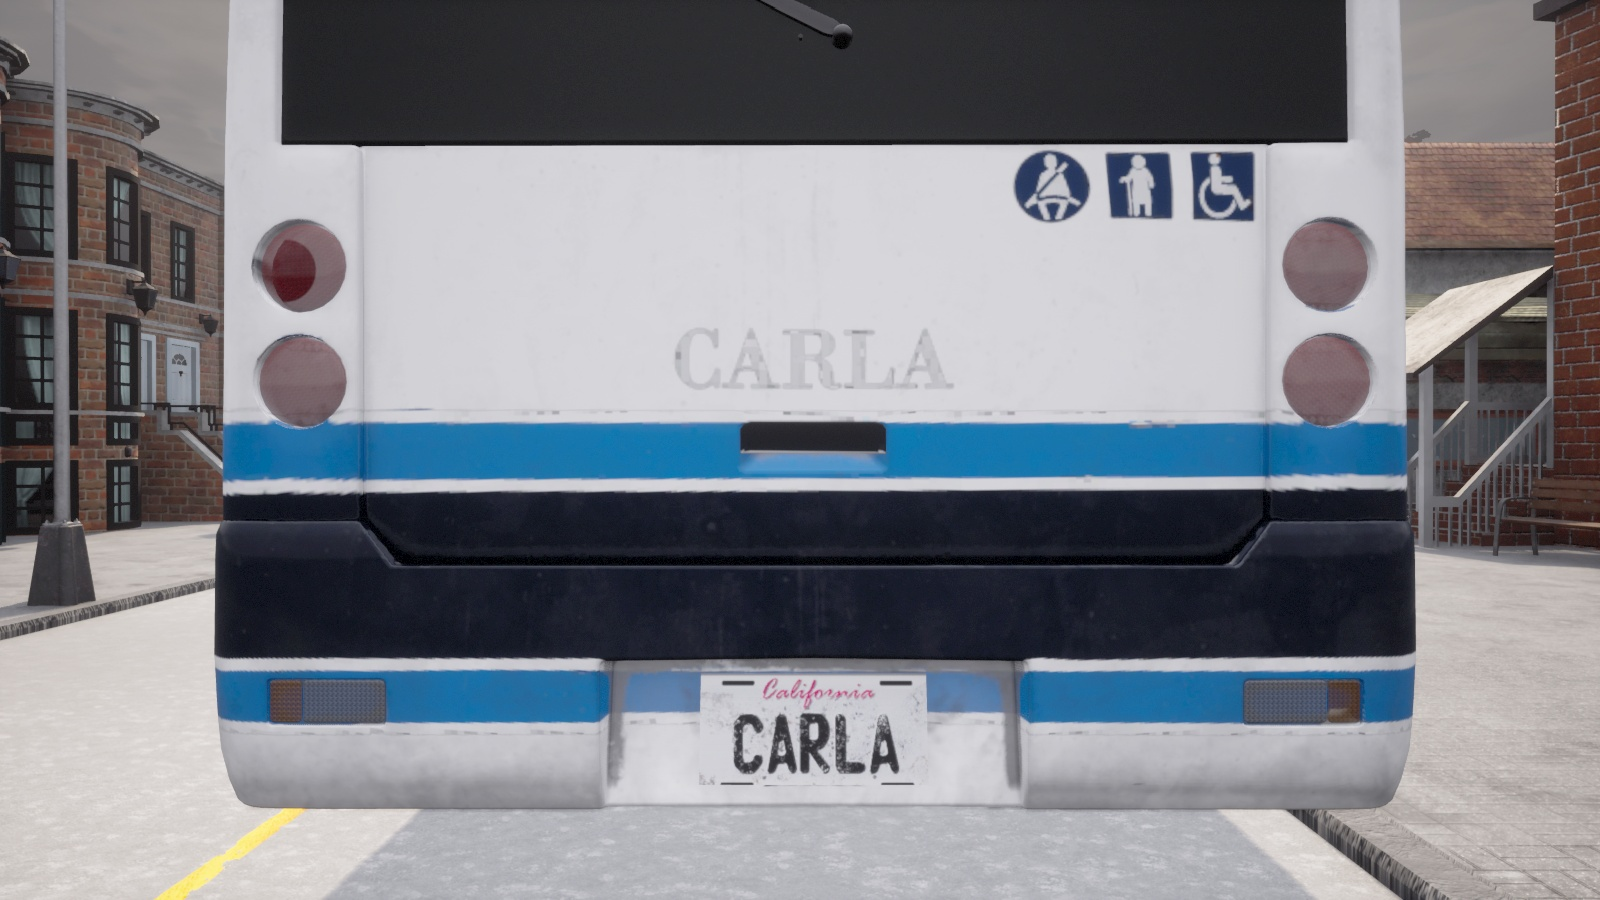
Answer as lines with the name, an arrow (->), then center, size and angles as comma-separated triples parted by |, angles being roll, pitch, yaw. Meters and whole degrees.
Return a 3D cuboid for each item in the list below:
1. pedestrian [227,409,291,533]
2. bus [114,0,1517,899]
pedestrian -> -8.701, 0.335, 20.231 | 0.659, 1.952, 0.873 | 0, 0, -1
bus -> 0.066, -0.679, 8.669 | 3.944, 4.253, 10.273 | 0, 0, 0
